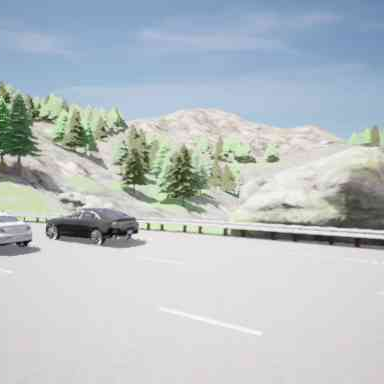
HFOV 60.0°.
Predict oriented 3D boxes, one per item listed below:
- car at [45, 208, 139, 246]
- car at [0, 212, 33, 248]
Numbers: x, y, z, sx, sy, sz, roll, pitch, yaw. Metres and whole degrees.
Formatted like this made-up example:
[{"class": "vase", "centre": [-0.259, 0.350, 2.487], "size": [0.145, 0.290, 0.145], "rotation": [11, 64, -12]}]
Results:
[{"class": "car", "centre": [-4.666, 1.477, 15.234], "size": [4.902, 1.511, 2.128], "rotation": [0, 0, 32]}, {"class": "car", "centre": [-8.357, 1.520, 13.384], "size": [4.674, 1.442, 1.812], "rotation": [0, 0, 31]}]
